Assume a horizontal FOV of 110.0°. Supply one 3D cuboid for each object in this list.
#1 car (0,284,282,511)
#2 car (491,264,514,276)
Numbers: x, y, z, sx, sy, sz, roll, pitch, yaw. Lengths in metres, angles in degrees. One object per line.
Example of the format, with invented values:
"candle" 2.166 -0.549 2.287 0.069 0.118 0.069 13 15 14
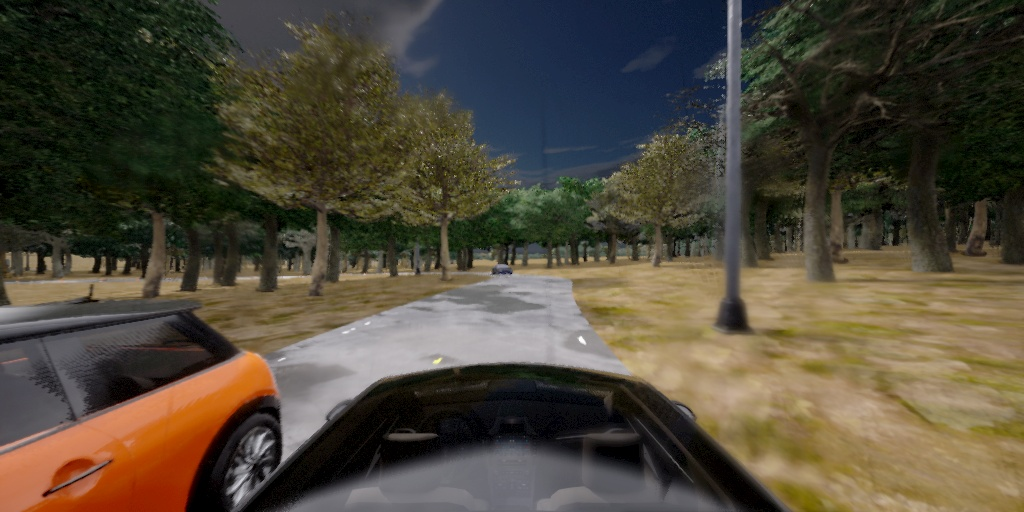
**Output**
"car" -3.000 1.081 1.125 2.097 1.767 4.553 0 0 0
"car" -1.276 1.726 44.436 2.033 1.411 5.357 0 -2 -14
